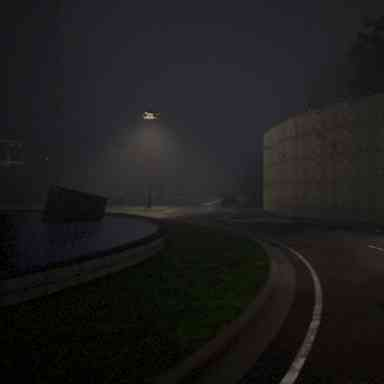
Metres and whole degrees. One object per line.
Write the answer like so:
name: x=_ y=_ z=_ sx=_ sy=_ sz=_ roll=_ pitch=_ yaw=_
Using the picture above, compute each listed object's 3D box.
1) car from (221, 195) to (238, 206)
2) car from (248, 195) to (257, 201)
car: x=6.229 y=1.273 z=54.657 sx=2.097 sy=1.767 sz=4.553 roll=0 pitch=0 yaw=16
car: x=15.209 y=1.447 z=83.887 sx=1.994 sy=1.385 sz=4.181 roll=0 pitch=0 yaw=17
